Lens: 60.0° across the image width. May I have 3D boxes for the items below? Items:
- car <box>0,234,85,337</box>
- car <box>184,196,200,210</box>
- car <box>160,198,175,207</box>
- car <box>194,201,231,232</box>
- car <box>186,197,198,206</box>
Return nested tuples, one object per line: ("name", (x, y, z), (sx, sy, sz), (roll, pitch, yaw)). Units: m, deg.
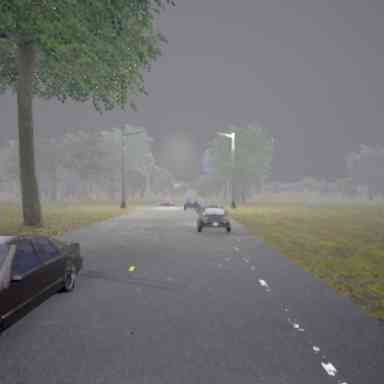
("car", (-3.599, 1.539, 6.075), (2.033, 1.411, 5.357), (0, 0, 0))
("car", (0.031, 1.330, 42.631), (2.097, 1.767, 4.553), (0, 0, 0))
("car", (-3.579, 1.548, 49.701), (1.994, 1.385, 4.181), (0, 0, 0))
("car", (1.223, 1.504, 19.702), (1.812, 1.442, 4.674), (0, 0, 0))
("car", (-0.007, 1.554, 55.930), (1.994, 1.385, 4.181), (0, 0, 0))
